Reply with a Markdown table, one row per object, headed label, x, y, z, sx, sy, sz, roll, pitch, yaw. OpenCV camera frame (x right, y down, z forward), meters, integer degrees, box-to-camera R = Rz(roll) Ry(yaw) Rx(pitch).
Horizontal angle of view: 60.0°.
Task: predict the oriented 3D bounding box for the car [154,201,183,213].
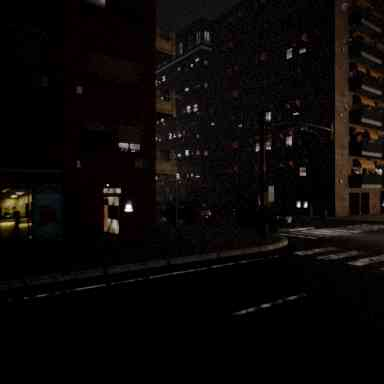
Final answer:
| label | x | y | z | sx | sy | sz | roll | pitch | yaw |
| --- | --- | --- | --- | --- | --- | --- | --- | --- | --- |
| car | -3.262 | 2.021 | 45.623 | 2.008 | 1.369 | 4.403 | -1 | 0 | -36 |

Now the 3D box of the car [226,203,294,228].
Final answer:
| label | x | y | z | sx | sy | sz | roll | pitch | yaw |
| --- | --- | --- | --- | --- | --- | --- | --- | --- | --- |
| car | 5.084 | 1.686 | 24.056 | 2.128 | 1.511 | 4.902 | 0 | -1 | -34 |

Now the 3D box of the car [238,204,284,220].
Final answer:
| label | x | y | z | sx | sy | sz | roll | pitch | yaw |
| --- | --- | --- | --- | --- | --- | --- | --- | --- | --- |
| car | 6.621 | 1.840 | 32.157 | 1.802 | 1.307 | 4.206 | -1 | 0 | -36 |

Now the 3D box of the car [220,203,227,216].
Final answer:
| label | x | y | z | sx | sy | sz | roll | pitch | yaw |
| --- | --- | --- | --- | --- | --- | --- | --- | --- | --- |
| car | 3.326 | 1.895 | 36.645 | 1.947 | 1.339 | 4.313 | -1 | 0 | -36 |

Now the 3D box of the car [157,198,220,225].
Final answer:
| label | x | y | z | sx | sy | sz | roll | pitch | yaw |
| --- | --- | --- | --- | --- | --- | --- | --- | --- | --- |
| car | -0.376 | 1.584 | 27.068 | 2.192 | 1.841 | 5.009 | -1 | 0 | -36 |

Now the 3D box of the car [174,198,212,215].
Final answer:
| label | x | y | z | sx | sy | sz | roll | pitch | yaw |
| --- | --- | --- | --- | --- | --- | --- | --- | --- | --- |
| car | 0.027 | 1.715 | 41.135 | 2.192 | 1.841 | 5.009 | -1 | 0 | -36 |
